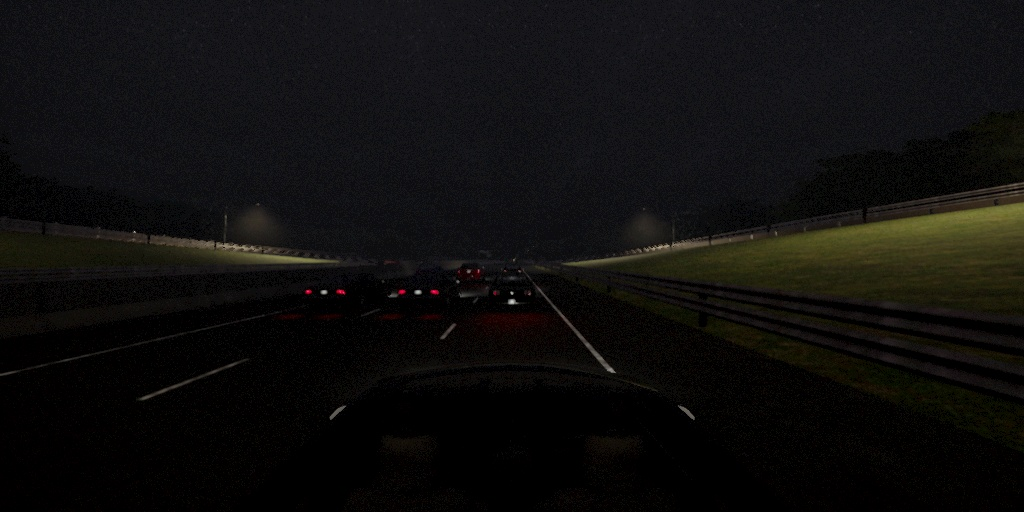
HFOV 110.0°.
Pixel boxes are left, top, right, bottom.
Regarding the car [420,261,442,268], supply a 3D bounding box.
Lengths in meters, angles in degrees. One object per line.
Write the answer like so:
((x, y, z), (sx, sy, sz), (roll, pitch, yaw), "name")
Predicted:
((-6.956, 1.458, 31.317), (1.882, 1.535, 5.008), (0, 0, 0), "car")

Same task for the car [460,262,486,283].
((-3.461, 1.327, 30.912), (2.097, 1.767, 4.553), (0, -1, 0), "car")

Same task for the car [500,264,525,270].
((0.042, 1.470, 31.132), (2.128, 1.511, 4.902), (0, 0, 0), "car")

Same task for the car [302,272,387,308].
((-6.996, 1.415, 15.859), (2.033, 1.411, 5.357), (0, 0, 0), "car")

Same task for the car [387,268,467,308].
((-3.496, 1.415, 15.857), (2.033, 1.411, 5.357), (0, 0, 0), "car")

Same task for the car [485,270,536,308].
((0.004, 1.469, 15.973), (1.895, 1.301, 4.718), (0, 0, 0), "car")
